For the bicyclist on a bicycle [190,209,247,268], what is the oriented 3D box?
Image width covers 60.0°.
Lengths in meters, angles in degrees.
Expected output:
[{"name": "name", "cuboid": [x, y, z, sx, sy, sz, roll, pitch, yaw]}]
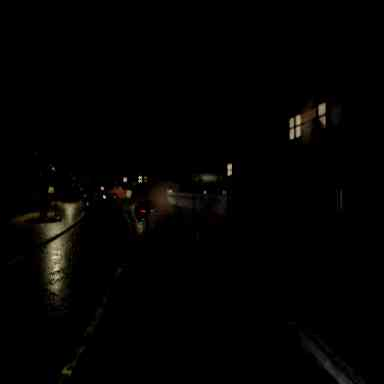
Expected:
[{"name": "bicyclist on a bicycle", "cuboid": [0.683, 1.282, 9.446, 1.656, 1.620, 0.582, -9, 2, -6]}]

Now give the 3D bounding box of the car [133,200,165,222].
[{"name": "car", "cuboid": [-3.134, 1.270, 23.799, 2.033, 1.411, 5.357, 0, 1, -13]}]

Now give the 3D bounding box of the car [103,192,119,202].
[{"name": "car", "cuboid": [-12.126, 0.719, 49.530, 2.128, 1.511, 4.902, 0, 1, -22]}]

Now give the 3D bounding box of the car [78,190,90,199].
[{"name": "car", "cuboid": [-19.780, 0.440, 60.635, 2.128, 1.511, 4.902, 0, 1, -22]}]
